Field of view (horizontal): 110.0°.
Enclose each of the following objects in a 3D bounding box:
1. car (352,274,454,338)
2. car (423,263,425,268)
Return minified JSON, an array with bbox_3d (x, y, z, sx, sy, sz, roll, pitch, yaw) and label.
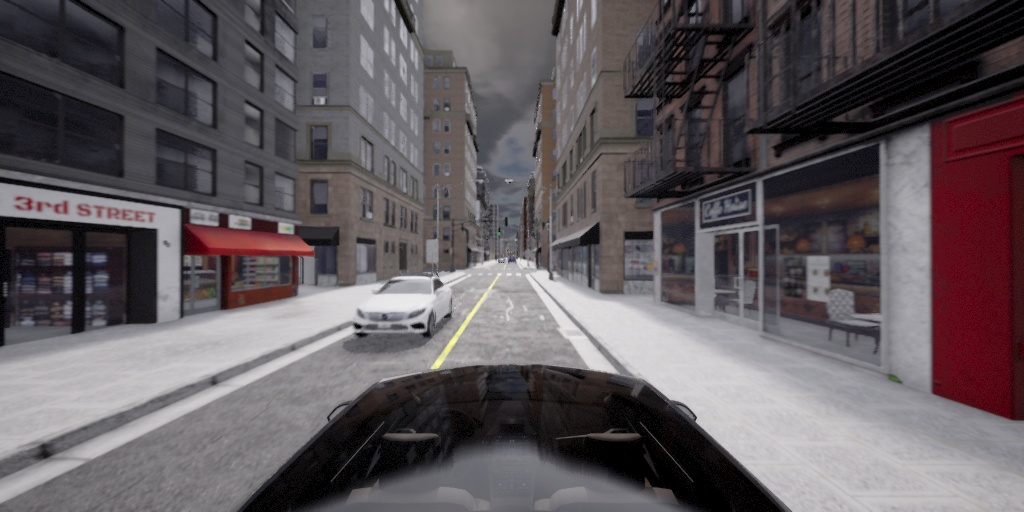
[{"bbox_3d":[-2.848,1.278,10.336,1.812,1.442,4.674,0,0,0],"label":"car"},{"bbox_3d":[-14.798,1.312,51.819,4.403,1.370,2.007,0,0,0],"label":"car"}]
